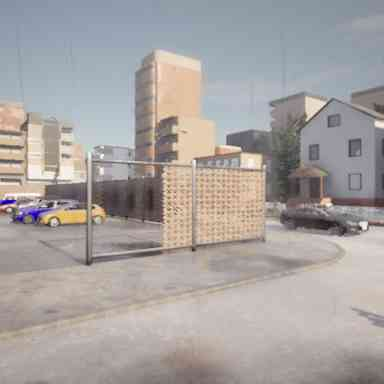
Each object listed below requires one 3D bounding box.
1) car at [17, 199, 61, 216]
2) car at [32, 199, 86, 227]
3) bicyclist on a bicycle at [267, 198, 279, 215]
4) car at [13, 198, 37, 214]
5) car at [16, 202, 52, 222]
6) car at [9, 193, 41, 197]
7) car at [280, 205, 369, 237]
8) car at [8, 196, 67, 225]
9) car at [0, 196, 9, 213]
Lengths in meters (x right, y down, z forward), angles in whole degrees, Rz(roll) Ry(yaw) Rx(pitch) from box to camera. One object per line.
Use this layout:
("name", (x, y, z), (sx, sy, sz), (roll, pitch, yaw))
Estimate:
("car", (-14.735, 1.417, 32.090), (3.633, 1.501, 1.845), (0, 0, -36))
("car", (-7.775, 1.420, 21.602), (4.193, 1.474, 1.816), (0, 0, -36))
("bicyclist on a bicycle", (7.825, 1.367, 32.048), (1.656, 1.620, 0.582), (0, 0, -36))
("car", (-17.791, 1.407, 35.378), (1.789, 1.547, 3.705), (0, 0, -36))
("car", (-11.956, 1.455, 25.128), (2.207, 1.379, 1.481), (0, 0, -36))
("car", (-12.511, 1.246, 27.389), (3.866, 1.878, 1.905), (0, 0, -36))
("car", (7.143, 1.503, 18.441), (2.128, 1.511, 4.902), (0, 0, -34))
("car", (-10.220, 1.352, 23.752), (4.611, 1.667, 2.242), (0, 0, -36))
("car", (-17.793, 1.479, 35.656), (5.357, 1.415, 2.033), (0, 0, -36))
